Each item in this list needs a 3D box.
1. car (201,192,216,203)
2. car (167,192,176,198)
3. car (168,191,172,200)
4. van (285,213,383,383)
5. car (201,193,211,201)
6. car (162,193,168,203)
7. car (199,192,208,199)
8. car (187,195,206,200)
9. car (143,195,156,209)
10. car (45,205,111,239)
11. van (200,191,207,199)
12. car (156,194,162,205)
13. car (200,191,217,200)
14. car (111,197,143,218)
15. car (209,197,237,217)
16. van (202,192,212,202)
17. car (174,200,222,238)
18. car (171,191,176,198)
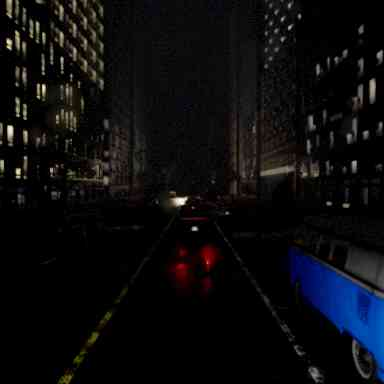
[{"bbox_3d":[2.765,0.896,56.187,2.192,1.841,5.009,-1,0,0],"label":"car"},{"bbox_3d":[-5.562,0.761,90.301,1.967,1.590,4.097,-1,0,0],"label":"car"},{"bbox_3d":[-5.596,1.060,67.568,1.947,1.339,4.313,-1,0,0],"label":"car"},{"bbox_3d":[2.688,1.303,5.035,1.690,1.788,3.998,-1,0,0],"label":"van"},{"bbox_3d":[2.784,0.935,67.554,1.967,1.590,4.097,-1,0,0],"label":"car"},{"bbox_3d":[-5.614,1.107,56.031,1.752,1.417,4.829,-1,0,0],"label":"car"},{"bbox_3d":[2.800,0.849,78.921,1.967,1.590,4.097,-1,0,0],"label":"car"},{"bbox_3d":[0.149,1.277,33.378,1.812,1.442,4.674,0,0,0],"label":"car"},{"bbox_3d":[-5.639,1.290,39.150,1.802,1.307,4.206,-1,0,0],"label":"car"},{"bbox_3d":[-5.674,1.428,16.416,2.008,1.369,4.403,-1,0,0],"label":"car"},{"bbox_3d":[2.808,0.706,84.603,1.690,1.788,3.998,-1,0,0],"label":"van"},{"bbox_3d":[-5.632,1.106,44.833,1.967,1.590,4.097,-1,0,0],"label":"car"},{"bbox_3d":[2.756,0.939,50.503,2.192,1.841,5.009,-1,0,0],"label":"car"},{"bbox_3d":[-5.656,1.343,27.783,2.008,1.369,4.403,-1,0,0],"label":"car"},{"bbox_3d":[2.724,1.344,27.770,2.008,1.369,4.403,-1,0,0],"label":"car"},{"bbox_3d":[2.774,0.879,61.870,1.690,1.788,3.998,-1,0,0],"label":"van"},{"bbox_3d":[0.124,1.366,16.821,2.128,1.511,4.902,0,0,0],"label":"car"},{"bbox_3d":[-5.579,0.959,78.935,2.008,1.369,4.403,-1,0,0],"label":"car"}]
